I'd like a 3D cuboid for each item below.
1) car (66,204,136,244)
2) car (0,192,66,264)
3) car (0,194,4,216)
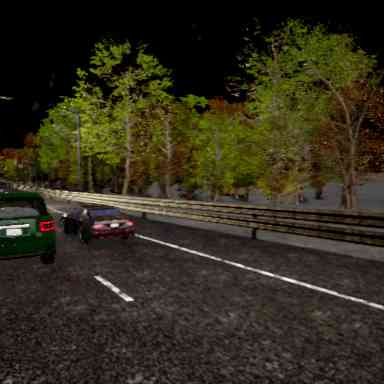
[{"bbox_3d":[-4.242,1.244,14.353,2.033,1.411,5.357,-2,2,-33],"label":"car"},{"bbox_3d":[-5.795,1.038,10.347,2.150,2.045,5.566,-2,2,-33],"label":"car"},{"bbox_3d":[-16.214,0.999,26.086,2.128,1.511,4.902,-2,2,-33],"label":"car"}]
